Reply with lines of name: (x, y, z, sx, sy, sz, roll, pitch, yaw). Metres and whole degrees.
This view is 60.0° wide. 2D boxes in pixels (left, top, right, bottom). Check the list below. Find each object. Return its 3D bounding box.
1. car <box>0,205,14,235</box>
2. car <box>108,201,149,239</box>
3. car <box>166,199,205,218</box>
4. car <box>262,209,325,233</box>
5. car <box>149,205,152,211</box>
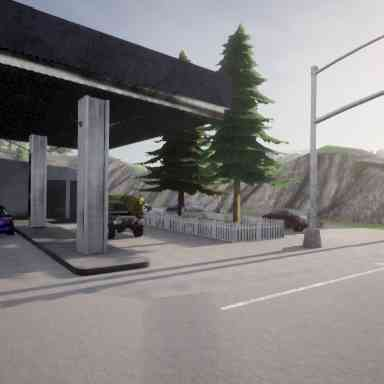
car: (-11.400, 1.524, 18.656, 2.242, 1.667, 4.611, 1, 0, -35)
car: (-4.272, 1.448, 18.380, 1.905, 1.878, 3.866, 1, 0, -35)
car: (-0.632, 1.544, 32.340, 2.097, 1.767, 4.553, 1, 0, -35)
car: (6.547, 1.840, 21.941, 1.994, 1.385, 4.181, 1, 0, -35)
car: (-6.898, 1.668, 41.422, 2.033, 1.411, 5.357, 1, 0, -35)
